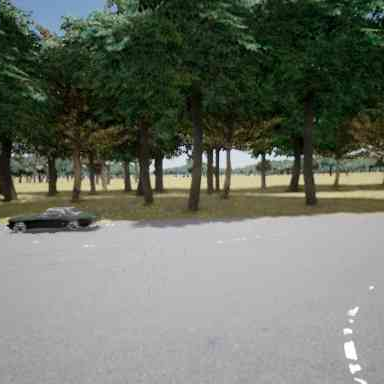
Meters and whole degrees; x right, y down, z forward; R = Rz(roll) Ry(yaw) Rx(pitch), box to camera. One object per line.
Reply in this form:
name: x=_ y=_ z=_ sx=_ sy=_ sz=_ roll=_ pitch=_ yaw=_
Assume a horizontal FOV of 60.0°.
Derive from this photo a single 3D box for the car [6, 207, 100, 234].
car: x=-7.810 y=1.547 z=18.894 sx=4.718 sy=1.301 sz=1.895 roll=-2 pitch=2 yaw=-1
